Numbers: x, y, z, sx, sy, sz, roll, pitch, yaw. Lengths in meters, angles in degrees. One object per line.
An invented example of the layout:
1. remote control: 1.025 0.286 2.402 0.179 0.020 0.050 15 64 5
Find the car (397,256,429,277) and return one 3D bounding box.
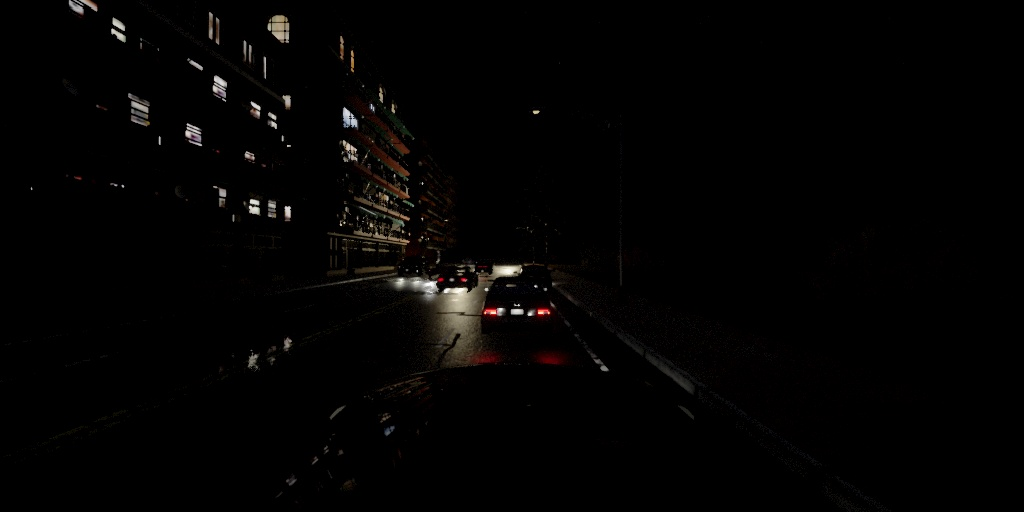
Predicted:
1. car: -9.788 0.973 36.164 2.150 2.045 5.566 0 0 0

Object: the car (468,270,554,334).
1. car: 0.117 1.299 10.551 2.033 1.411 5.357 0 0 0

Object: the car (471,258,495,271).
1. car: -3.080 1.258 39.876 1.837 1.490 4.892 0 1 0

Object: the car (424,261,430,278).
1. car: -6.542 1.353 33.717 1.895 1.301 4.718 0 0 0

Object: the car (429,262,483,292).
1. car: -3.109 1.300 21.244 2.033 1.411 5.357 0 0 0

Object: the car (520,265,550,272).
1. car: 1.171 1.257 20.240 1.837 1.490 4.892 0 0 0
